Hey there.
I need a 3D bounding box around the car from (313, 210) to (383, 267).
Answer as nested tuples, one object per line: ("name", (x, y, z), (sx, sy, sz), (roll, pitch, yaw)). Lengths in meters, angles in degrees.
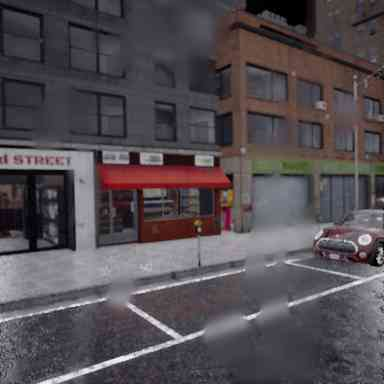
("car", (5.724, 1.314, 10.754), (4.097, 1.590, 1.967), (-1, 0, -36))
